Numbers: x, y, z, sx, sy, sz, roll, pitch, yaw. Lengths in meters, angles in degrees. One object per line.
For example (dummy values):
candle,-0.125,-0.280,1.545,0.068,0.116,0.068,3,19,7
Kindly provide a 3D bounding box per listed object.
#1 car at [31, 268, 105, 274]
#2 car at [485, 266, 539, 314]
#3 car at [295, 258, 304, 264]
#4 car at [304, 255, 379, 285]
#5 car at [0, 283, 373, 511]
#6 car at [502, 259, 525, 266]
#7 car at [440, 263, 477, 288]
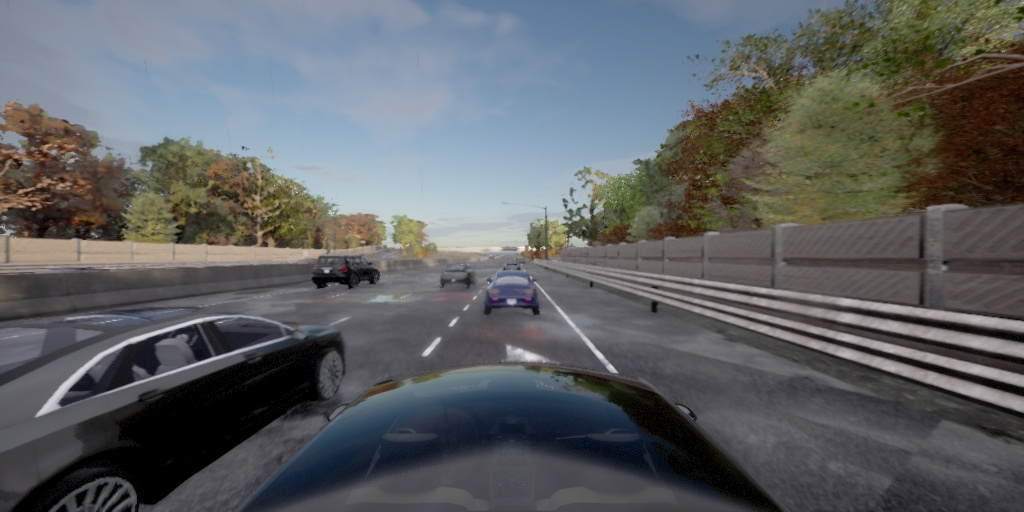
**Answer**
car,-21.100,1.281,16.921,2.033,1.411,5.357,0,0,0
car,-0.003,1.263,13.521,1.812,1.442,4.674,0,0,0
car,-31.530,1.112,55.380,2.097,1.767,4.553,0,0,0
car,-10.403,0.954,22.819,2.150,2.045,5.566,0,0,0
car,-3.401,1.239,3.480,2.128,1.511,4.902,0,0,0
car,-0.007,1.232,39.486,2.128,1.511,4.902,0,0,0
car,-3.403,1.225,23.320,2.128,1.511,4.902,0,0,0
